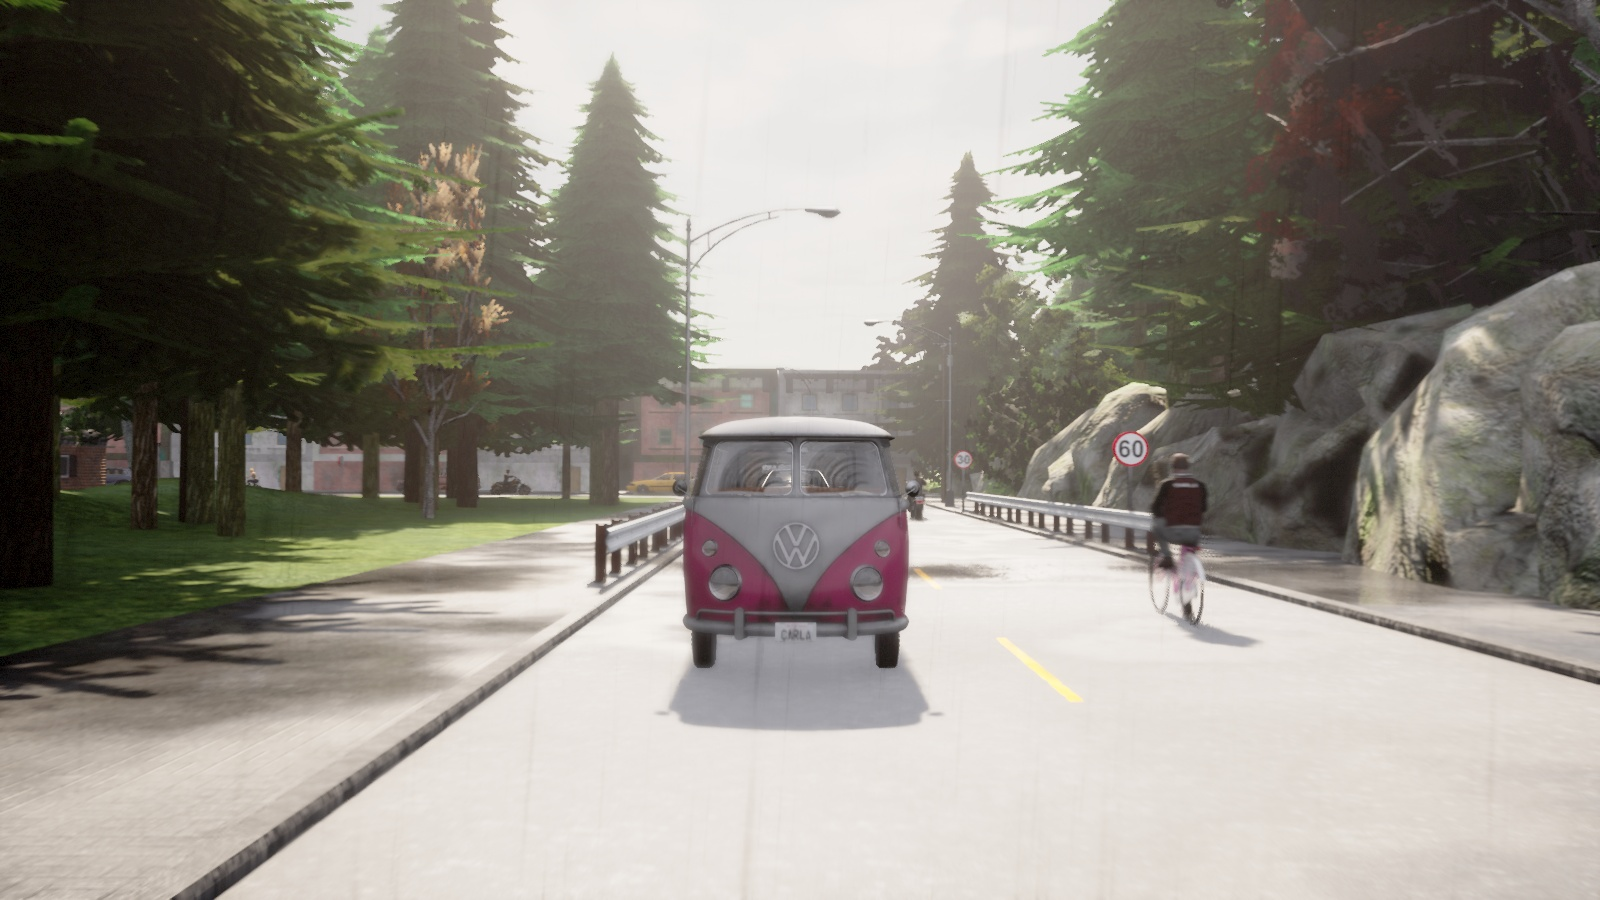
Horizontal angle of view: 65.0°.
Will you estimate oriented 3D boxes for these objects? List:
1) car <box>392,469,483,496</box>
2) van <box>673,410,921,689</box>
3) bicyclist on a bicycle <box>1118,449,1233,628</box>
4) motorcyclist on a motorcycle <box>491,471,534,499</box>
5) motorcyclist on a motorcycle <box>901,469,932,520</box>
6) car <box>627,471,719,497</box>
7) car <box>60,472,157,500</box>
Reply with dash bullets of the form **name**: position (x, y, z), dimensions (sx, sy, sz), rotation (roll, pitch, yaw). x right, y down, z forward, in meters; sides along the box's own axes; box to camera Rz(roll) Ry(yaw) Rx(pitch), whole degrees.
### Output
- **car**: position (-22.421, 1.986, 77.854), dimensions (5.027, 1.651, 2.152), rotation (0, -1, 0)
- **van**: position (-0.028, 0.758, 11.237), dimensions (1.775, 1.987, 4.442), rotation (0, -1, 0)
- **bicyclist on a bicycle**: position (3.968, 0.894, 13.411), dimensions (0.659, 1.776, 1.843), rotation (0, -1, 0)
- **motorcyclist on a motorcycle**: position (-16.912, 2.069, 73.855), dimensions (2.350, 1.649, 0.766), rotation (0, -1, 0)
- **motorcyclist on a motorcycle**: position (3.817, 1.441, 41.289), dimensions (0.766, 1.649, 2.350), rotation (0, -1, 0)
- **car**: position (-7.845, 2.089, 77.846), dimensions (5.366, 1.575, 1.801), rotation (0, -1, 7)
- **car**: position (-42.833, 2.218, 77.833), dimensions (4.856, 1.649, 2.033), rotation (0, -1, 0)
